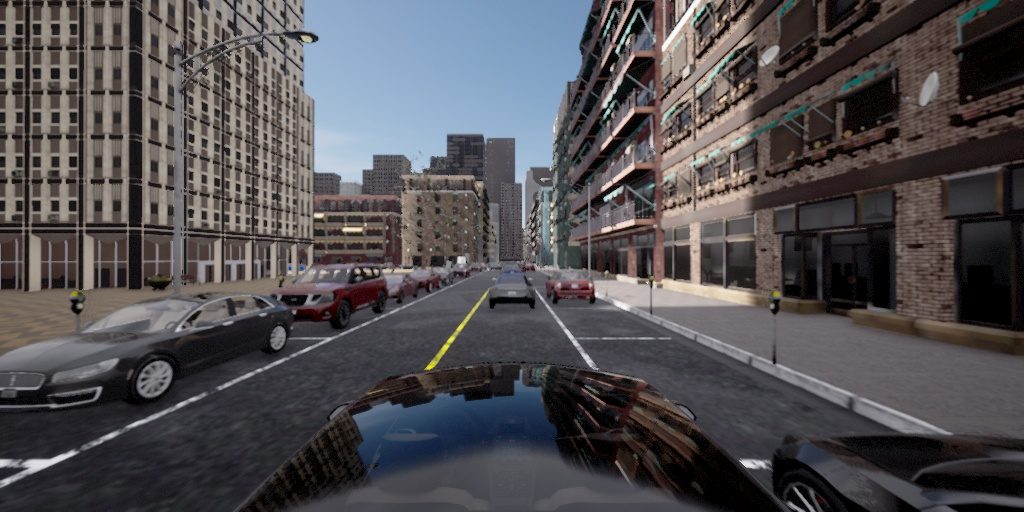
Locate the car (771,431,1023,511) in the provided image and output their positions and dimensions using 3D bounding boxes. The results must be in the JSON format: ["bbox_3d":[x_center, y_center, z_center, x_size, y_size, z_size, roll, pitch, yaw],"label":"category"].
[{"bbox_3d":[2.688,1.306,0.704,1.948,1.339,4.313,0,0,0],"label":"car"}]

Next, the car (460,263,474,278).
[{"bbox_3d":[-5.665,1.549,39.402,1.967,1.591,4.097,0,0,0],"label":"car"}]

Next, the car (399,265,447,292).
[{"bbox_3d":[-5.677,1.494,22.819,1.888,1.381,4.507,0,0,0],"label":"car"}]

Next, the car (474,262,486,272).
[{"bbox_3d":[-5.653,1.715,55.983,1.967,1.591,4.097,0,0,0],"label":"car"}]

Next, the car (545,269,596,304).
[{"bbox_3d":[2.700,1.336,17.286,1.967,1.591,4.097,0,0,0],"label":"car"}]

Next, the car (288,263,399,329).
[{"bbox_3d":[-5.685,1.158,11.765,2.192,1.841,5.009,0,0,0],"label":"car"}]

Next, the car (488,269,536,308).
[{"bbox_3d":[0.015,1.450,16.151,1.994,1.385,4.181,0,-1,0],"label":"car"}]

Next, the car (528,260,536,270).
[{"bbox_3d":[2.728,1.820,55.976,1.888,1.381,4.507,0,0,0],"label":"car"}]

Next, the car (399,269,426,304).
[{"bbox_3d":[-5.681,1.478,17.292,1.802,1.307,4.207,0,0,0],"label":"car"}]

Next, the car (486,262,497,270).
[{"bbox_3d":[-3.005,1.860,63.428,1.837,1.490,4.892,0,0,1],"label":"car"}]

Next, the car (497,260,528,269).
[{"bbox_3d":[0.023,1.377,30.922,2.097,1.767,4.553,0,-1,0],"label":"car"}]

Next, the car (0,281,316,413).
[{"bbox_3d":[-5.689,1.342,6.238,2.007,1.370,4.403,0,0,0],"label":"car"}]

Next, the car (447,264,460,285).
[{"bbox_3d":[-5.673,1.553,28.347,2.007,1.370,4.403,0,0,0],"label":"car"}]
